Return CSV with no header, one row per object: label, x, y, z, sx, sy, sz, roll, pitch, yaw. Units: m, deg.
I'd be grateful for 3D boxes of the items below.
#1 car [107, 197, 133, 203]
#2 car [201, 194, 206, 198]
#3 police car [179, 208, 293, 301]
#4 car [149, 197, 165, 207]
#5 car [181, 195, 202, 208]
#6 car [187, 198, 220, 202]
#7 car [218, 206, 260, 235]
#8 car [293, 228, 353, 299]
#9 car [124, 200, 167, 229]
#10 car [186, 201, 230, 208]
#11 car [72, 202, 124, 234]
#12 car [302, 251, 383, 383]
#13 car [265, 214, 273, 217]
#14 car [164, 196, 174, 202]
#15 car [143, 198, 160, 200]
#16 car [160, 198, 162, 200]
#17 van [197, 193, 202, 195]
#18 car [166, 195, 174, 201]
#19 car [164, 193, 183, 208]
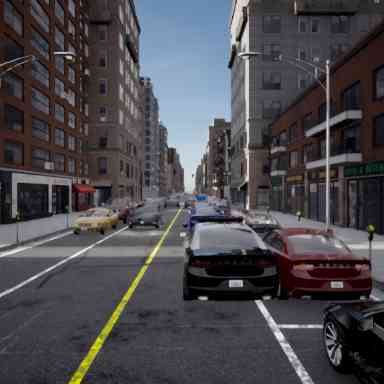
car,-5.434,1.318,24.781,2.192,1.841,5.009,0,0,0
car,2.550,1.447,46.878,1.967,1.590,4.097,0,0,0
police car,0.712,1.426,8.514,1.930,1.638,5.238,0,0,-2
car,-5.485,1.559,52.373,2.008,1.369,4.403,0,0,0
car,-0.063,1.498,46.417,2.128,1.511,4.902,0,0,0
car,0.779,1.481,24.423,1.882,1.535,5.008,0,0,0
car,2.601,1.584,19.284,1.802,1.307,4.206,0,0,0
car,2.621,1.545,8.246,1.887,1.381,4.507,0,0,0
car,-2.889,1.507,21.622,1.837,1.490,4.892,0,0,0
car,0.790,1.480,18.423,1.882,1.535,5.008,0,0,0
car,-5.419,1.527,19.095,1.752,1.417,4.829,0,0,0
car,2.632,1.566,2.727,1.947,1.339,4.313,0,0,0
car,2.611,1.552,13.765,2.008,1.369,4.403,0,0,0
car,-5.535,1.562,79.455,2.008,1.369,4.403,0,0,0
car,-5.465,1.446,41.337,1.967,1.590,4.097,0,0,0
car,-5.475,1.532,46.685,1.752,1.417,4.829,0,0,0
van,2.490,1.352,79.478,1.690,1.788,3.998,0,0,0
car,-5.545,1.556,85.136,1.887,1.381,4.507,0,0,0
car,-2.839,1.358,48.007,2.097,1.767,4.553,0,0,0
